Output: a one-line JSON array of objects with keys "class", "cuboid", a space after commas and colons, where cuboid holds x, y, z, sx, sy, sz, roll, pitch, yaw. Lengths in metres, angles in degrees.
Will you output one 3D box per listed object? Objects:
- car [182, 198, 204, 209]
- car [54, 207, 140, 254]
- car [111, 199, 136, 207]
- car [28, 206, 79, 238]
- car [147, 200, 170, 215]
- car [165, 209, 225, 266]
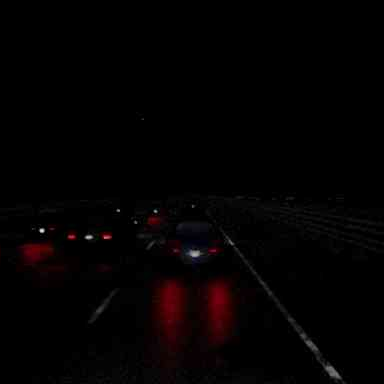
[{"class": "car", "cuboid": [0.091, 1.391, 33.325, 2.097, 1.767, 4.553, 0, 0, 0]}, {"class": "car", "cuboid": [-3.408, 1.557, 13.530, 2.033, 1.411, 5.357, 0, 0, 0]}, {"class": "car", "cuboid": [-6.913, 1.512, 33.661, 1.837, 1.490, 4.892, 0, 0, 0]}, {"class": "car", "cuboid": [-6.906, 1.520, 17.754, 1.837, 1.490, 4.892, 0, 0, 0]}, {"class": "car", "cuboid": [-3.397, 1.532, 33.722, 1.837, 1.490, 4.892, 1, 0, 0]}, {"class": "car", "cuboid": [0.090, 1.534, 11.511, 1.812, 1.442, 4.674, 0, 0, 0]}]
